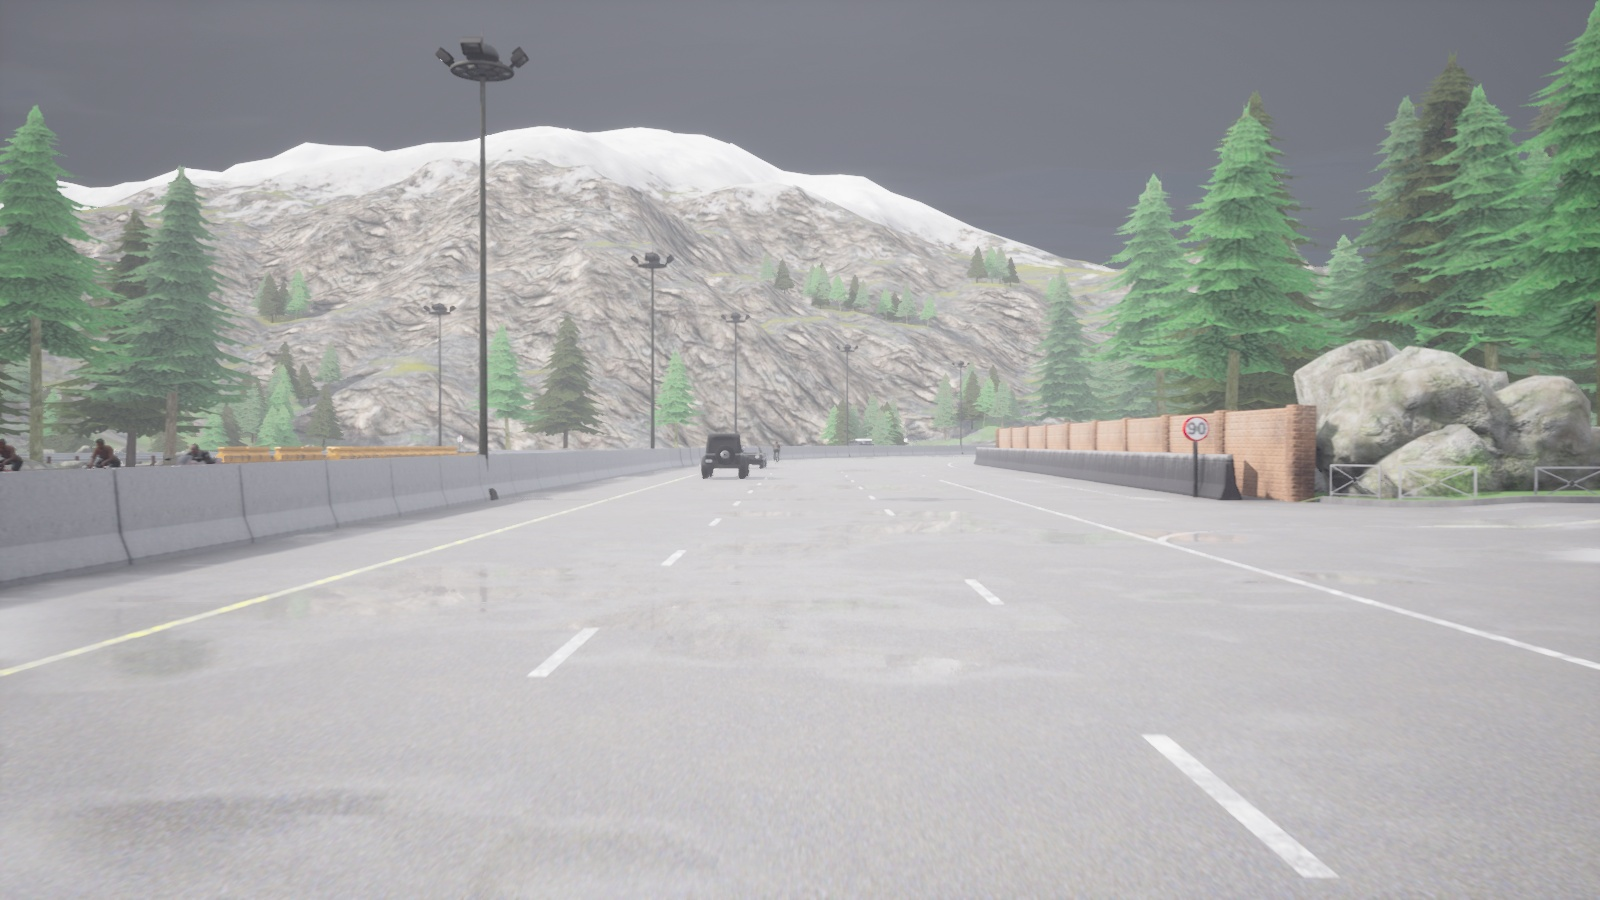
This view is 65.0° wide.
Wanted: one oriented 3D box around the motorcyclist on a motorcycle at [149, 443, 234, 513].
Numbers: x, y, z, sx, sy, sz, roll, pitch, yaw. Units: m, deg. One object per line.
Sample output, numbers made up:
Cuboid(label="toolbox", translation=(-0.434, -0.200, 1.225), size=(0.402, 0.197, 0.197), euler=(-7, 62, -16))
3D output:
Cuboid(label="motorcyclist on a motorcycle", translation=(-13.822, 0.609, 28.602), size=(0.866, 1.530, 2.191), euler=(0, 0, 0))

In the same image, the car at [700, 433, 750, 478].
Cuboid(label="car", translation=(-3.179, 0.235, 53.837), size=(1.905, 1.878, 3.866), euler=(0, 0, 0))

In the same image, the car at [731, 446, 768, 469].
Cuboid(label="car", translation=(-2.969, 0.424, 74.535), size=(1.895, 1.301, 4.718), euler=(0, 0, 2))
